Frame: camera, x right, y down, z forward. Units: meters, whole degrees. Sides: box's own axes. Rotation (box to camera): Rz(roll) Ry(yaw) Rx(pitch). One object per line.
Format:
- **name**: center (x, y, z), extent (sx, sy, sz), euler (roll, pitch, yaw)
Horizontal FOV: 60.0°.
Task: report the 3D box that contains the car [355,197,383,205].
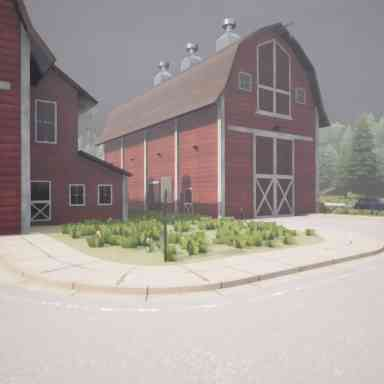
- **car**: center (20.137, 1.387, 36.086), extent (2.097, 1.767, 4.553), euler (0, 0, -34)
